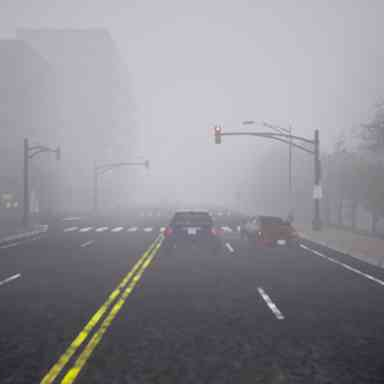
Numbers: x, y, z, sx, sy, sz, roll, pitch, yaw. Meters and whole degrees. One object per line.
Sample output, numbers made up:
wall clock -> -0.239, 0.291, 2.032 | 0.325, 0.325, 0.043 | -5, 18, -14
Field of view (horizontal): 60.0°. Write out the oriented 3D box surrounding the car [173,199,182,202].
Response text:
car -> -3.257, 2.273, 73.439 | 1.994, 1.385, 4.181 | 0, -1, 0

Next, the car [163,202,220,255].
car -> 0.002, 1.484, 14.066 | 2.097, 1.767, 4.553 | 0, -1, 0

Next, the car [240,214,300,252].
car -> 3.254, 1.662, 14.374 | 1.812, 1.442, 4.674 | 0, 0, 0

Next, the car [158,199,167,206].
car -> -6.507, 2.244, 73.439 | 1.812, 1.442, 4.674 | 0, -1, 0
